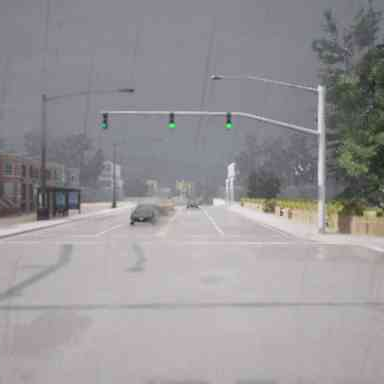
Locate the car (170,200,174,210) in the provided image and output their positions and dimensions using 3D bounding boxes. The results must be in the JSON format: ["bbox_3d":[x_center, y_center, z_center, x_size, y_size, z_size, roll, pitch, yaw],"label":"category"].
[{"bbox_3d":[-3.599,1.836,46.826,1.882,1.535,5.008,0,0,1],"label":"car"}]

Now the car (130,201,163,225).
[{"bbox_3d":[-3.622,1.708,26.089,1.837,1.490,4.892,0,0,0],"label":"car"}]

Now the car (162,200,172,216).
[{"bbox_3d":[-3.624,1.881,36.343,1.895,1.301,4.718,0,0,0],"label":"car"}]

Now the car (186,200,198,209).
[{"bbox_3d":[0.056,1.947,52.527,2.033,1.411,5.357,0,0,0],"label":"car"}]
